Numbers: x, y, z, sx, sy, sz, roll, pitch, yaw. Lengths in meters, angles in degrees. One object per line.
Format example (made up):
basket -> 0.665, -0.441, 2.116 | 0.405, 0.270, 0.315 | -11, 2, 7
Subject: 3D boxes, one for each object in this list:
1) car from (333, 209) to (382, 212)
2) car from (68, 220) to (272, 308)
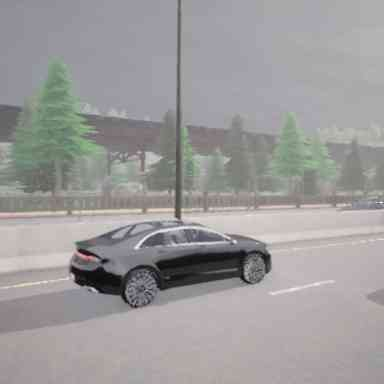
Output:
car -> 12.097, 1.409, 23.247 | 5.357, 1.411, 2.033 | 0, 1, -29
car -> -0.265, 1.410, 7.713 | 4.902, 1.511, 2.128 | 0, 1, -33
